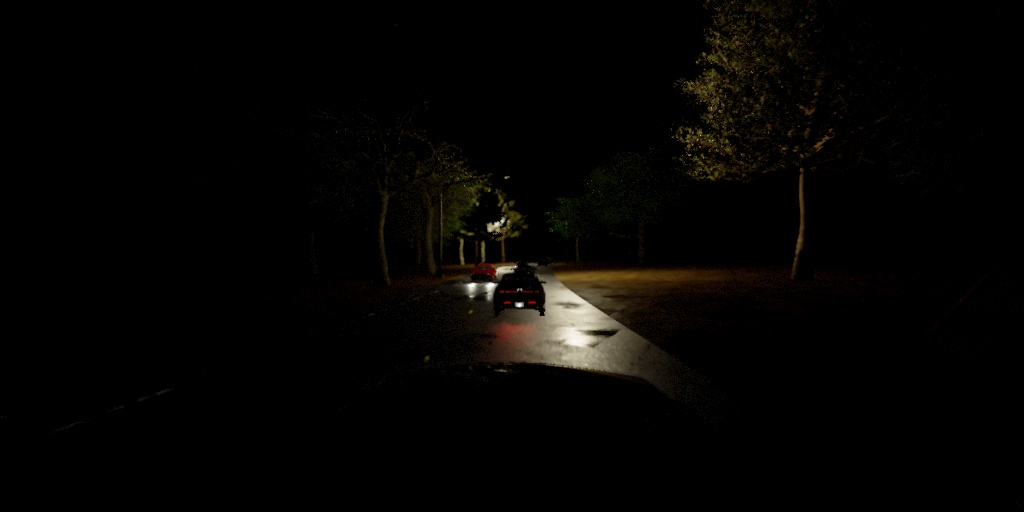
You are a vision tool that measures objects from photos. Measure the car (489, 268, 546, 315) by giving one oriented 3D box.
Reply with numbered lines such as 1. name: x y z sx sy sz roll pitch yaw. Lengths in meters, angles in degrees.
1. car: 0.320 1.404 14.343 1.837 1.490 4.892 0 -1 2

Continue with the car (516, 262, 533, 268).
1. car: 1.127 1.536 31.942 1.837 1.490 4.892 0 0 4

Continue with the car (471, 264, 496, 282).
1. car: -2.523 1.507 32.704 1.882 1.535 5.008 0 0 4

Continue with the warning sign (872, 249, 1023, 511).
1. warning sign: 3.547 0.878 2.563 1.300 1.860 1.060 0 0 0
